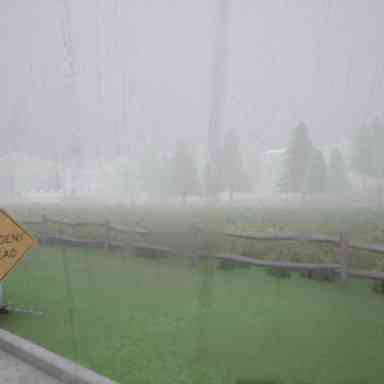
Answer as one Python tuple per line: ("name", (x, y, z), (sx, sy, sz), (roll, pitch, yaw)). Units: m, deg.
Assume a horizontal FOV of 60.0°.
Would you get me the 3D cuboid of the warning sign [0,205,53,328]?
("warning sign", (-3.267, 1.181, 5.648), (1.060, 1.860, 1.300), (-1, 0, 36))
